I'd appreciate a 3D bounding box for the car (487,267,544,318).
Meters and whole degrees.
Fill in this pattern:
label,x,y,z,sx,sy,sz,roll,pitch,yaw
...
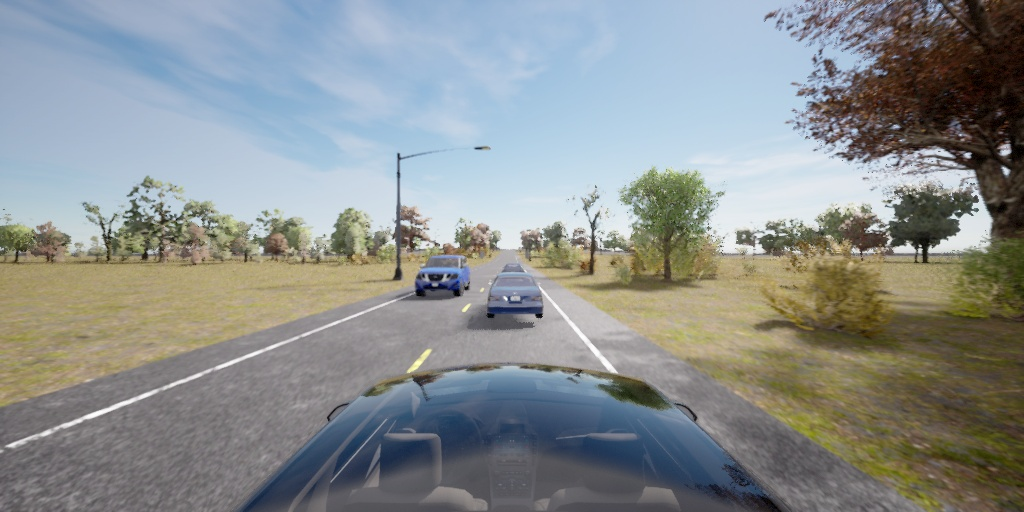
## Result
label,x,y,z,sx,sy,sz,roll,pitch,yaw
car,0.099,1.296,13.018,2.033,1.411,5.357,0,0,0

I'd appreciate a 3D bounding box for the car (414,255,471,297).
label,x,y,z,sx,sy,sz,roll,pitch,yaw
car,-3.505,0.971,19.165,2.150,2.045,5.566,0,0,0

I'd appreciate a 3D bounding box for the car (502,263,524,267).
label,x,y,z,sx,sy,sz,roll,pitch,yaw
car,0.103,1.304,31.302,1.994,1.385,4.181,0,0,0
